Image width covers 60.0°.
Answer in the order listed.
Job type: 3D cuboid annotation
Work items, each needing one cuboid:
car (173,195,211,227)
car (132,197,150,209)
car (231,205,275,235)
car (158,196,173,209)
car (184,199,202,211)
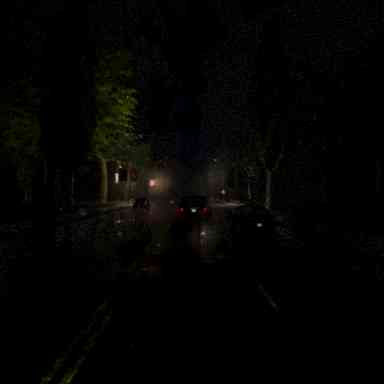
[{"bbox_3d":[0.098,1.213,22.755,2.150,2.045,5.566,0,0,0],"label":"car"},{"bbox_3d":[-6.593,1.482,43.741,1.837,1.490,4.892,0,0,0],"label":"car"},{"bbox_3d":[3.349,1.473,19.020,1.882,1.535,5.008,0,0,0],"label":"car"},{"bbox_3d":[-3.341,1.331,44.199,2.097,1.767,4.553,0,0,0],"label":"car"},{"bbox_3d":[0.096,1.540,40.334,1.994,1.385,4.181,0,0,0],"label":"car"}]
